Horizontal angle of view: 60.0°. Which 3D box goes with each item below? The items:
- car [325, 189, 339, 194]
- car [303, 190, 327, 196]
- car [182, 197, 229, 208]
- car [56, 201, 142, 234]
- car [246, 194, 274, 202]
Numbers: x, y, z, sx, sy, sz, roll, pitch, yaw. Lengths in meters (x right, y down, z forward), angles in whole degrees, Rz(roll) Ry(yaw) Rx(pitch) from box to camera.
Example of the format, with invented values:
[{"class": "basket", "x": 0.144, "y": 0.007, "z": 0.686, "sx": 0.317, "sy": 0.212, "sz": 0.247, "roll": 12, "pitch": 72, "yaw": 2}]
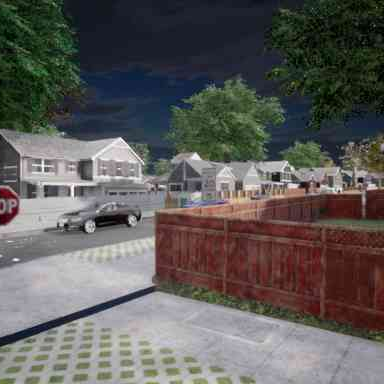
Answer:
[{"class": "car", "x": 20.155, "y": 0.414, "z": 48.600, "sx": 2.097, "sy": 1.767, "sz": 4.553, "roll": 0, "pitch": 1, "yaw": 35}, {"class": "car", "x": 14.534, "y": 0.805, "z": 40.475, "sx": 1.994, "sy": 1.385, "sz": 4.181, "roll": 0, "pitch": 1, "yaw": 36}, {"class": "car", "x": 1.149, "y": 1.059, "z": 26.389, "sx": 1.882, "sy": 1.535, "sz": 5.008, "roll": 0, "pitch": 1, "yaw": 35}, {"class": "car", "x": -4.825, "y": 1.258, "z": 17.849, "sx": 2.128, "sy": 1.511, "sz": 4.902, "roll": 0, "pitch": 1, "yaw": 35}, {"class": "car", "x": 7.240, "y": 0.954, "z": 35.058, "sx": 1.994, "sy": 1.385, "sz": 4.181, "roll": 0, "pitch": 1, "yaw": 36}]
